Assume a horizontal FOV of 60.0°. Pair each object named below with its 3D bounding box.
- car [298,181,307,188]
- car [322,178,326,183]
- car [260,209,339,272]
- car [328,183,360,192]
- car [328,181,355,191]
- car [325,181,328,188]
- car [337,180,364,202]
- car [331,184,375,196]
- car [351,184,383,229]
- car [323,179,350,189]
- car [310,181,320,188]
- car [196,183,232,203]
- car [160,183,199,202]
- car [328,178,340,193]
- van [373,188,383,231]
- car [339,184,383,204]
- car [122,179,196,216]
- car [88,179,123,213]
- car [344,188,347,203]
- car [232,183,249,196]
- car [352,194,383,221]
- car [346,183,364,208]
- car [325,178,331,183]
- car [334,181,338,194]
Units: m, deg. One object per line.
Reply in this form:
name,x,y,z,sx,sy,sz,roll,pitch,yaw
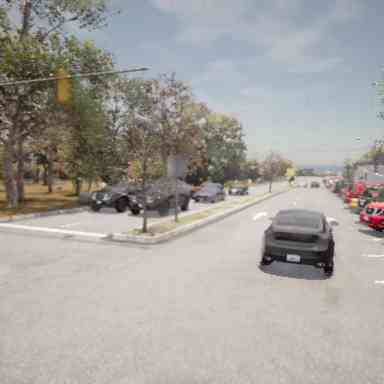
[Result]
car,27.112,-1.814,81.933,1.812,1.442,4.674,2,3,20
car,33.737,-1.659,76.514,5.566,2.045,2.435,2,3,0
car,3.354,1.275,10.291,1.837,1.490,4.892,3,3,21
car,28.437,-0.838,62.478,5.008,1.535,2.097,2,3,0
car,30.582,-1.178,68.085,4.553,1.767,2.185,2,3,0
car,24.055,-0.424,51.236,5.366,1.575,1.946,2,3,0
car,14.820,0.415,25.953,5.566,2.045,2.435,2,3,0
car,23.377,-0.299,48.432,5.366,1.575,1.946,2,3,0
car,10.513,0.927,14.710,5.566,2.045,2.435,2,4,1
car,36.835,-2.057,84.934,5.566,2.045,2.435,2,4,0
car,29.787,-1.846,80.509,2.097,1.767,4.553,2,3,20
car,1.750,0.168,30.759,2.033,1.411,5.357,2,3,20
car,-1.095,-0.017,31.690,1.882,1.535,5.008,2,3,20
car,21.128,-0.326,42.807,5.566,2.045,2.435,2,3,0
van,9.343,1.077,11.910,4.442,1.987,1.878,2,4,1
car,17.974,0.162,34.377,4.553,1.767,2.185,2,3,0
car,-1.873,0.279,21.164,2.150,2.045,5.566,2,3,20
car,-4.583,0.147,22.461,2.150,2.045,5.566,2,3,21
car,13.914,0.797,23.157,5.366,1.575,1.946,2,3,0
car,5.873,-0.379,41.727,2.128,1.511,4.902,2,3,20
car,12.664,0.961,20.354,4.674,1.452,2.002,2,3,1
car,11.642,0.800,17.527,5.566,2.045,2.435,2,3,1
car,25.273,-0.773,54.027,5.566,2.045,2.435,2,3,0
car,18.961,0.036,37.193,4.553,1.767,2.185,2,3,0
